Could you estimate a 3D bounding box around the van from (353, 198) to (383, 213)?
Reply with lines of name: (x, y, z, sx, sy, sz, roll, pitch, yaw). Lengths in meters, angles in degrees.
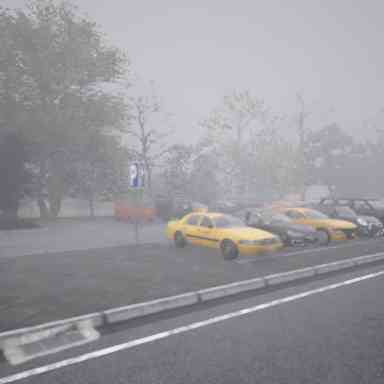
van: (24.990, 1.845, 45.984, 1.878, 1.987, 4.442, 2, -1, -35)

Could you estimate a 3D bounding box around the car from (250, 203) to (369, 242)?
car: (5.377, 1.525, 16.103, 2.097, 1.535, 5.008, 1, -1, -35)

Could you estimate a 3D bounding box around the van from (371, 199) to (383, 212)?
van: (29.371, 2.024, 49.391, 1.878, 1.987, 4.442, 2, -1, -35)

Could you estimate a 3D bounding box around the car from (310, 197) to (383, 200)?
car: (9.919, 1.354, 19.296, 2.435, 2.045, 5.566, 1, -1, -35)

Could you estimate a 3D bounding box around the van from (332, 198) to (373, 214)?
van: (20.599, 1.742, 42.855, 1.878, 1.987, 4.442, 1, -1, -35)

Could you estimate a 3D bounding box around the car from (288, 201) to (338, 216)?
car: (13.765, 1.834, 38.123, 2.231, 1.521, 4.892, 1, -1, -35)

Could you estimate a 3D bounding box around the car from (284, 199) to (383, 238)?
car: (7.625, 1.437, 17.736, 2.185, 1.767, 4.553, 1, -1, -35)

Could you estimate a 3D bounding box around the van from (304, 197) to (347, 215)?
van: (15.952, 1.652, 39.832, 1.878, 1.987, 4.442, 1, -1, -35)

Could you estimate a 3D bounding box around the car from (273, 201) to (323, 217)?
car: (11.508, 1.787, 36.517, 2.097, 1.535, 5.008, 1, -1, -35)

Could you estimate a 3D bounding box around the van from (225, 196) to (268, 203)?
van: (4.673, 1.426, 31.796, 1.878, 1.987, 4.442, 1, -1, -35)

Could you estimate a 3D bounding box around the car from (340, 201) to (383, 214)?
car: (22.781, 2.012, 44.560, 2.097, 1.535, 5.008, 1, -1, -35)

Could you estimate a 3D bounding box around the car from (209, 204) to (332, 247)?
car: (3.120, 1.496, 14.494, 2.231, 1.521, 4.892, 1, 0, -35)

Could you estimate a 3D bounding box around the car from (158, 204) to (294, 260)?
car: (0.976, 1.471, 12.732, 1.946, 1.575, 5.366, 1, 0, -35)

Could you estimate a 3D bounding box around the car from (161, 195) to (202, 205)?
car: (-2.041, 1.274, 26.905, 2.435, 2.045, 5.566, 1, 0, -35)

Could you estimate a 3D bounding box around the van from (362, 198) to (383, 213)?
van: (27.218, 1.939, 47.857, 1.878, 1.987, 4.442, 2, -1, -35)

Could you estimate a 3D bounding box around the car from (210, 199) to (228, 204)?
car: (0.335, 1.561, 28.336, 1.946, 1.575, 5.366, 1, -1, -35)

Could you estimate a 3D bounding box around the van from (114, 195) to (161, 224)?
van: (-4.448, 1.269, 25.300, 1.878, 1.987, 4.442, 1, 0, -35)

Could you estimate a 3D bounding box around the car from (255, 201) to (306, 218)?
car: (9.150, 1.740, 34.837, 2.097, 1.535, 5.008, 1, -1, -35)

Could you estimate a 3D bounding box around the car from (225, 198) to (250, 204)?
car: (2.485, 1.608, 30.087, 2.231, 1.521, 4.892, 1, -1, -35)

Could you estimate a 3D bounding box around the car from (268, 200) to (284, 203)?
car: (7.013, 1.572, 33.282, 2.185, 1.767, 4.553, 1, -1, -35)

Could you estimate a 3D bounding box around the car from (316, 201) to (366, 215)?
car: (18.381, 1.920, 41.192, 1.946, 1.575, 5.366, 1, -1, -35)

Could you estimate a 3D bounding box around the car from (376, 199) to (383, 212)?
car: (31.711, 2.088, 50.880, 2.435, 2.045, 5.566, 2, -1, -35)
